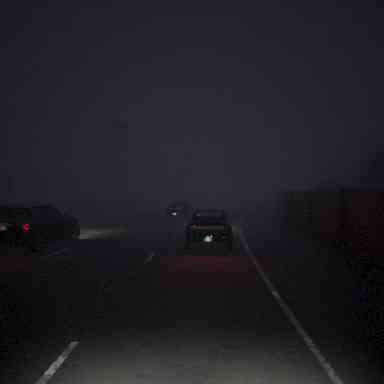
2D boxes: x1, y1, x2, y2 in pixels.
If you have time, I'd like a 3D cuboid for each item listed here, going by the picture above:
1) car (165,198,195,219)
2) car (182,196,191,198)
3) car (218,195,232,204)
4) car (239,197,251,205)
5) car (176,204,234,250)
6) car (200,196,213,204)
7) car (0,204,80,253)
[{"bbox_3d":[-0.979,1.491,28.773,1.837,1.490,4.892,0,0,10],"label":"car"},{"bbox_3d":[-0.902,1.534,62.465,2.033,1.411,5.357,1,0,13],"label":"car"},{"bbox_3d":[6.307,1.424,62.463,2.097,1.767,4.553,1,0,14],"label":"car"},{"bbox_3d":[9.862,1.678,62.258,1.994,1.385,4.181,1,0,14],"label":"car"},{"bbox_3d":[0.772,1.500,14.402,2.128,1.511,4.902,1,0,5],"label":"car"},{"bbox_3d":[2.746,1.555,62.636,1.812,1.442,4.674,1,0,14],"label":"car"},{"bbox_3d":[-6.366,1.276,13.616,2.097,1.767,4.553,1,0,4],"label":"car"}]
